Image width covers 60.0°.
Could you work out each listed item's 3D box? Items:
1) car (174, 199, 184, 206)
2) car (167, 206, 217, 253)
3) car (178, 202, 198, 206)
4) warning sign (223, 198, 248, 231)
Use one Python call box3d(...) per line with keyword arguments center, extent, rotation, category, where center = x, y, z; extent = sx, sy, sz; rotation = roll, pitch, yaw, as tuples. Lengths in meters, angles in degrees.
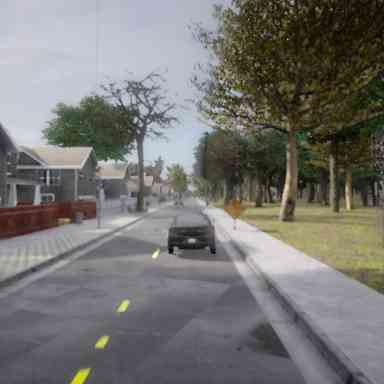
box3d(center=(-2.760, 2.240, 71.004), extent=(2.033, 1.411, 5.357), rotation=(0, -1, 0), category="car")
box3d(center=(0.003, 1.615, 14.487), extent=(1.882, 1.535, 5.008), rotation=(0, 0, 0), category="car")
box3d(center=(-0.001, 1.844, 29.280), extent=(1.994, 1.385, 4.181), rotation=(0, -1, 0), category="car")
box3d(center=(2.519, 1.300, 19.480), extent=(1.300, 1.860, 1.060), rotation=(0, 0, 0), category="warning sign")
